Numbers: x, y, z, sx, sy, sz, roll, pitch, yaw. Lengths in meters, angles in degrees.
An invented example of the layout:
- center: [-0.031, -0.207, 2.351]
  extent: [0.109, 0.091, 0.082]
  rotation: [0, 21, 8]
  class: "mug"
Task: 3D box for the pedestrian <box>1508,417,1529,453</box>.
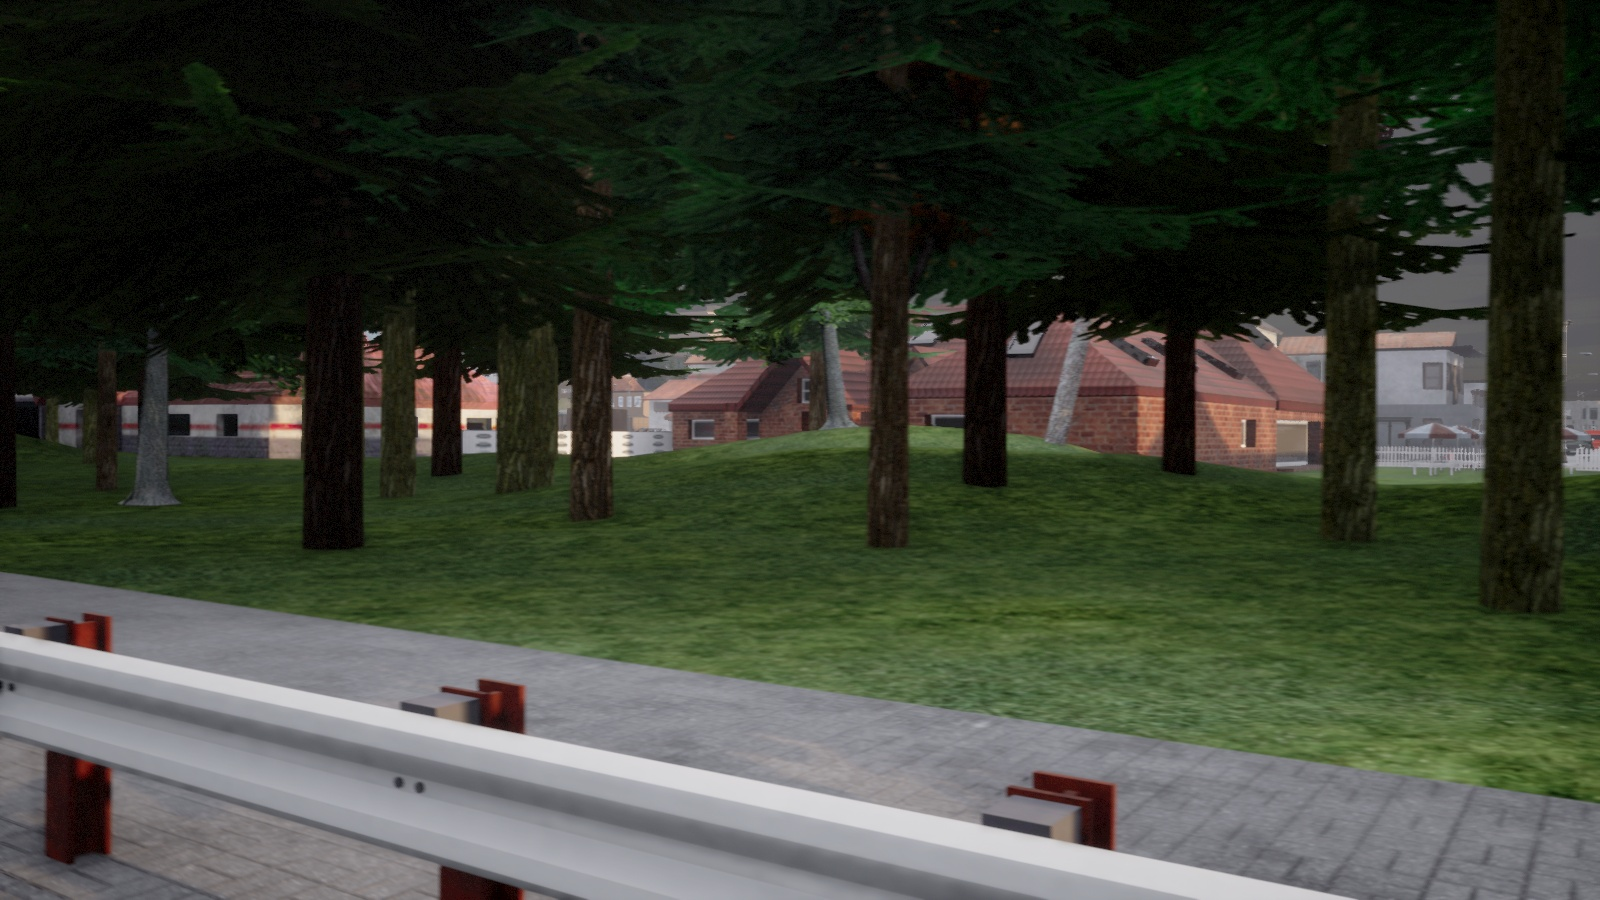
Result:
- center: [36.620, -0.769, 63.976]
  extent: [0.899, 1.844, 0.634]
  rotation: [0, 1, 33]
  class: "pedestrian"
